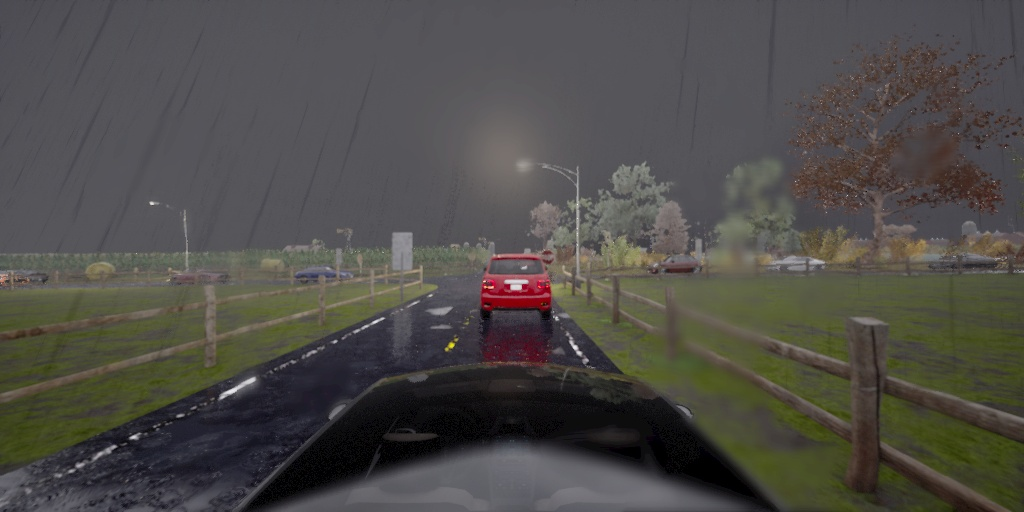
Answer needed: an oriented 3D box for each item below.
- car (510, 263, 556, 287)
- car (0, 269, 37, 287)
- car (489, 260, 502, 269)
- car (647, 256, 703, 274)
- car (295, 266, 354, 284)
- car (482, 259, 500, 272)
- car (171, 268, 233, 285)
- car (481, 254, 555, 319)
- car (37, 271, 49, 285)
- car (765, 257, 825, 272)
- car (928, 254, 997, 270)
[{"bbox_3d":[1.605,1.247,25.085,1.812,1.442,4.674,-1,0,21],"label":"car"},{"bbox_3d":[-44.888,1.898,30.978,4.553,1.767,2.097,-1,0,2],"label":"car"},{"bbox_3d":[-2.634,1.330,58.946,1.895,1.301,4.718,0,0,1],"label":"car"},{"bbox_3d":[14.669,0.789,32.558,4.553,1.767,2.097,-1,0,1],"label":"car"},{"bbox_3d":[-15.781,1.521,30.246,4.674,1.442,1.812,-1,0,3],"label":"car"},{"bbox_3d":[-2.673,1.218,47.131,2.128,1.511,4.902,0,0,0],"label":"car"},{"bbox_3d":[-26.341,1.756,30.525,4.181,1.385,1.994,-1,0,1],"label":"car"},{"bbox_3d":[0.130,0.958,12.760,2.150,2.045,5.566,0,0,0],"label":"car"},{"bbox_3d":[-46.914,2.071,33.885,4.902,1.511,2.128,-1,0,2],"label":"car"},{"bbox_3d":[25.452,0.775,32.302,4.674,1.442,1.812,-1,0,1],"label":"car"},{"bbox_3d":[40.125,0.527,31.963,4.674,1.442,1.812,-1,0,1],"label":"car"}]
